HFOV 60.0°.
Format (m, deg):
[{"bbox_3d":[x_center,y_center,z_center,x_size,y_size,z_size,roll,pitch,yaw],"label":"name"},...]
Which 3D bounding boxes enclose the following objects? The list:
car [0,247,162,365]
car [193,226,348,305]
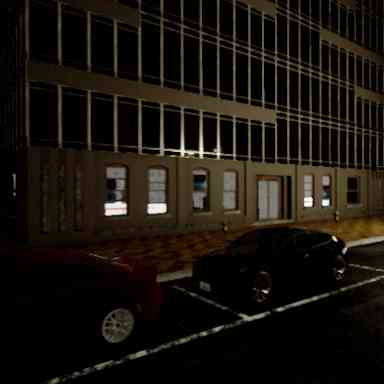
[{"bbox_3d":[-2.592,1.542,4.708,4.507,1.381,1.887,0,0,-36],"label":"car"},{"bbox_3d":[2.042,1.533,8.015,4.313,1.339,1.947,0,0,-36],"label":"car"}]
